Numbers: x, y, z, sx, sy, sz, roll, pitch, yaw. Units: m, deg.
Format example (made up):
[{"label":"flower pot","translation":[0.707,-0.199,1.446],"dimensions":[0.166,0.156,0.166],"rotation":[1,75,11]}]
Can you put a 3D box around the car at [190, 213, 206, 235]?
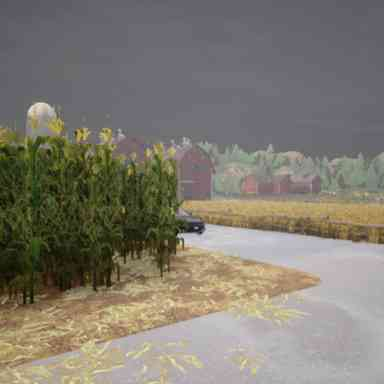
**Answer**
[{"label":"car","translation":[-1.207,1.582,19.024],"dimensions":[1.882,1.535,5.008],"rotation":[0,-1,-35]}]

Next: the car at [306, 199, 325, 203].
[{"label":"car","translation":[25.210,2.151,66.817],"dimensions":[1.895,1.301,4.718],"rotation":[0,0,-36]}]
